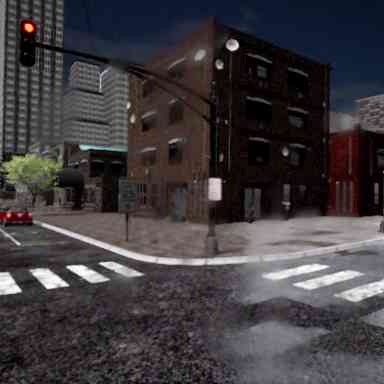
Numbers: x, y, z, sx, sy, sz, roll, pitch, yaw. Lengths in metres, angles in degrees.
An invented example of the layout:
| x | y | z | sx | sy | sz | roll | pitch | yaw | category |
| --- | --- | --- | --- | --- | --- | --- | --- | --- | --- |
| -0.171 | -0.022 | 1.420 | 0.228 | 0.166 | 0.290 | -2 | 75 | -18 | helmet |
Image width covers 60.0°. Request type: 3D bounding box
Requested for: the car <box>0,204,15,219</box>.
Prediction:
| x | y | z | sx | sy | sz | roll | pitch | yaw | category |
| --- | --- | --- | --- | --- | --- | --- | --- | --- | --- |
| -19.867 | 1.960 | 34.704 | 2.008 | 1.369 | 4.403 | 1 | -1 | -35 | car |

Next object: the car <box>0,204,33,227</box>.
| x | y | z | sx | sy | sz | roll | pitch | yaw | category |
| --- | --- | --- | --- | --- | --- | --- | --- | --- | --- |
| -13.658 | 1.756 | 25.846 | 1.967 | 1.590 | 4.097 | 1 | -1 | -35 | car |
